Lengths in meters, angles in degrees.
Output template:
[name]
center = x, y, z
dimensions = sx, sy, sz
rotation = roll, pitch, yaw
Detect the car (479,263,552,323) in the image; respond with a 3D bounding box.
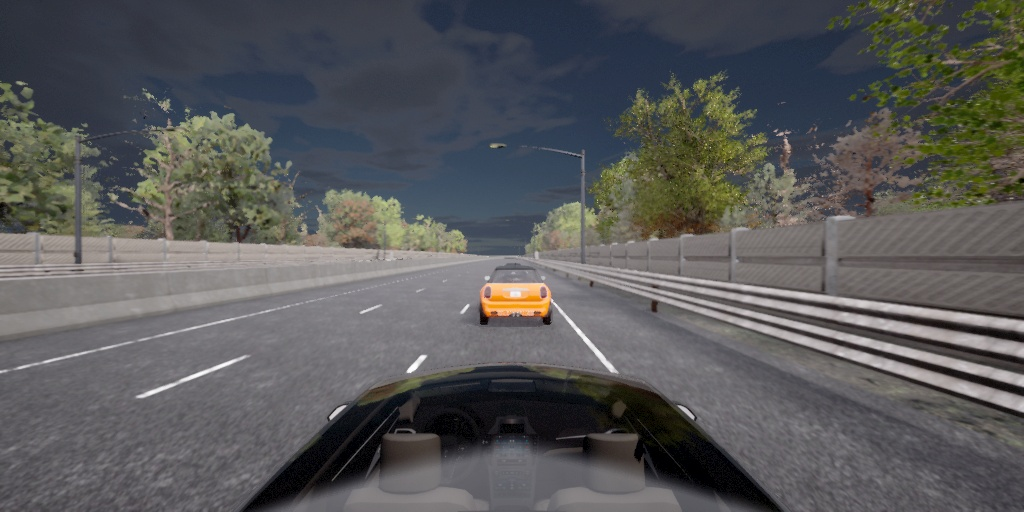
[car]
center = 0.103, 1.078, 12.101
dimensions = 2.097, 1.767, 4.553
rotation = 0, 0, 0
